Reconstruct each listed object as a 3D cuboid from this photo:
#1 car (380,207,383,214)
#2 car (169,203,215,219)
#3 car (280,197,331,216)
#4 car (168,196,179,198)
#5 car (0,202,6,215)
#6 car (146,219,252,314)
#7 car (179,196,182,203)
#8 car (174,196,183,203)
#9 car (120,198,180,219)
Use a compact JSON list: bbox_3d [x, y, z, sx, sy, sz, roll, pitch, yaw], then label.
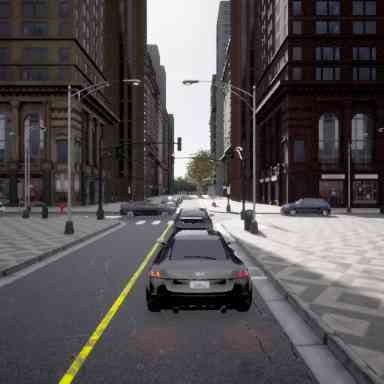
[{"bbox_3d":[20.525,1.630,32.076,4.181,1.385,1.994,0,0,0],"label":"car"},{"bbox_3d":[0.064,1.505,16.632,1.837,1.490,4.892,0,0,0],"label":"car"},{"bbox_3d":[10.869,1.388,32.115,4.553,1.767,2.097,0,0,1],"label":"car"},{"bbox_3d":[-3.083,1.547,43.089,2.033,1.411,5.357,0,0,0],"label":"car"},{"bbox_3d":[-19.266,1.152,28.912,5.566,2.045,2.150,1,0,1],"label":"car"},{"bbox_3d":[0.110,1.564,7.724,1.994,1.385,4.181,0,0,-1],"label":"car"},{"bbox_3d":[-3.081,1.494,52.850,2.128,1.511,4.902,0,0,0],"label":"car"},{"bbox_3d":[-2.986,1.549,73.497,1.812,1.442,4.674,0,0,0],"label":"car"},{"bbox_3d":[-3.779,1.503,28.889,4.892,1.490,1.837,0,0,0],"label":"car"}]
